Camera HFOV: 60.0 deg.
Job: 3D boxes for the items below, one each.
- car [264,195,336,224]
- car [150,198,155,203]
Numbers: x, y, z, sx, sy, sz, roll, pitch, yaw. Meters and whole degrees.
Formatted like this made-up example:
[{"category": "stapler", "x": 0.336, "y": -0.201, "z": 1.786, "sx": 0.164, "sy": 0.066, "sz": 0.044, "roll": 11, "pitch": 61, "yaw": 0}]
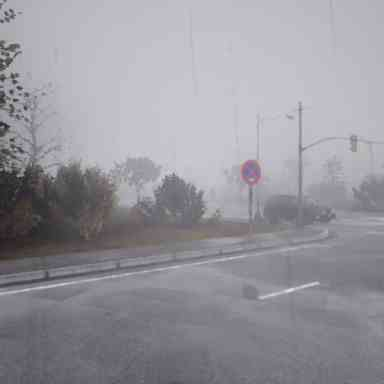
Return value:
[{"category": "car", "x": 7.884, "y": 1.242, "z": 24.955, "sx": 2.150, "sy": 2.045, "sz": 5.566, "roll": 0, "pitch": 0, "yaw": -32}, {"category": "car", "x": -5.536, "y": 1.487, "z": 46.349, "sx": 1.994, "sy": 1.385, "sz": 4.181, "roll": 0, "pitch": 1, "yaw": -32}]
